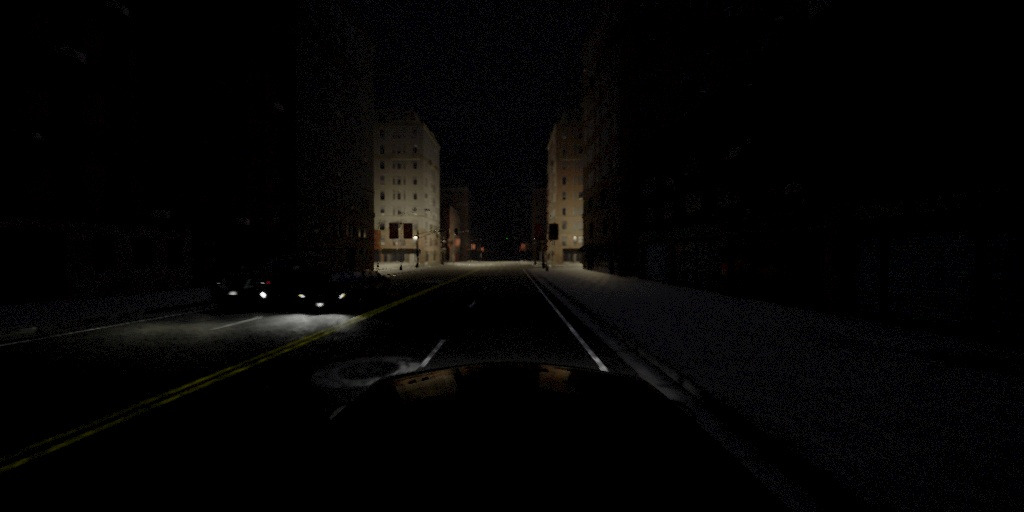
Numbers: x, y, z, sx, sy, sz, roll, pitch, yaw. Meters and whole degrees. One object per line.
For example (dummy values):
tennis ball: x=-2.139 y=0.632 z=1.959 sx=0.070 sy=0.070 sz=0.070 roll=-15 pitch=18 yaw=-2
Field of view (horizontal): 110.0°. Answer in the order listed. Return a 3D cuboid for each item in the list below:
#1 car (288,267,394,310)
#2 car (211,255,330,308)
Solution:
car: x=-6.596 y=1.284 z=14.977 sx=2.033 sy=1.411 sz=5.357 roll=0 pitch=0 yaw=0
car: x=-9.846 y=0.958 z=15.411 sx=2.150 sy=2.045 sz=5.566 roll=0 pitch=0 yaw=0
